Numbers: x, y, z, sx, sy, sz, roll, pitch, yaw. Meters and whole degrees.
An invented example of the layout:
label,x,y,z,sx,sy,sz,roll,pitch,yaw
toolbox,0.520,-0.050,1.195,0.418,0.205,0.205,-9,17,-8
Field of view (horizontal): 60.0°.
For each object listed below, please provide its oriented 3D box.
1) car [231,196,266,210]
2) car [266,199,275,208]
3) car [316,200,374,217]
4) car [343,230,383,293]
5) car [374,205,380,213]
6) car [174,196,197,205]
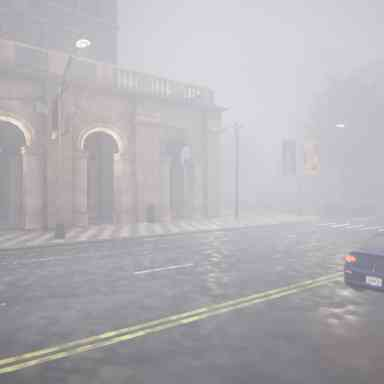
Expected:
label,x,y,z,sx,sy,sz,roll,pitch,yaw
car,7.100,1.563,43.566,1.994,1.385,4.181,0,0,-36
car,9.374,1.352,46.400,2.097,1.767,4.553,0,0,-36
car,14.141,1.548,31.705,2.033,1.411,5.357,0,0,-16
car,5.326,1.526,7.663,4.674,1.442,1.812,0,0,-36
car,17.428,1.564,35.208,1.994,1.385,4.181,0,0,-36
car,-1.190,1.507,61.114,1.837,1.490,4.892,0,-1,-35
